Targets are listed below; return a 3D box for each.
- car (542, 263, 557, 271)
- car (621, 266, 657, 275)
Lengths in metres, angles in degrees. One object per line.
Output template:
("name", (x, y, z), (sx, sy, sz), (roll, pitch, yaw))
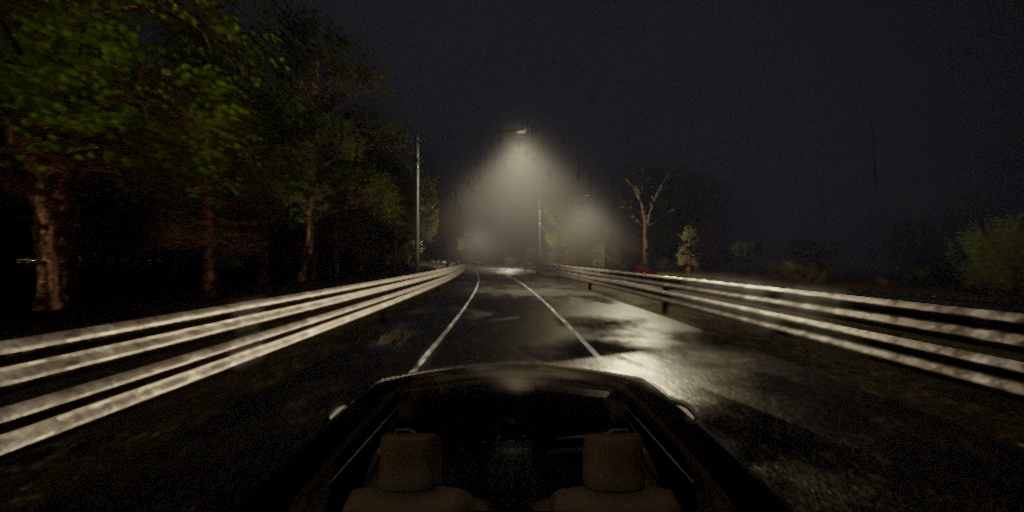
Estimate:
("car", (5.670, 1.791, 55.728), (2.128, 1.511, 4.902), (0, 0, -21))
("car", (12.893, 1.733, 37.090), (1.812, 1.442, 4.674), (0, 0, -21))
